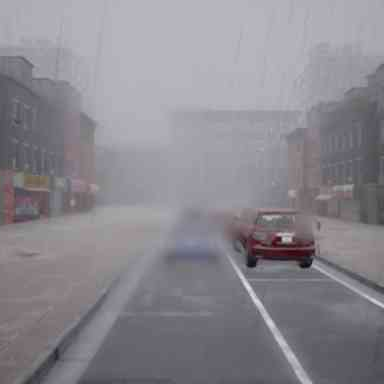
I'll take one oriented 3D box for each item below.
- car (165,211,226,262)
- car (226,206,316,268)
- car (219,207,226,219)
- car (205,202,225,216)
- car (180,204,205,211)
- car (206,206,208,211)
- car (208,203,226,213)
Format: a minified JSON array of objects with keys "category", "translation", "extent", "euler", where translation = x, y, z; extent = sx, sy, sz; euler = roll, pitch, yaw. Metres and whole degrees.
[{"category":"car","translation":[0.009,1.676,12.560],"extent":[2.033,1.411,5.357],"euler":[0,-1,0]},{"category":"car","translation":[2.648,1.434,11.663],"extent":[2.192,1.841,5.009],"euler":[0,-1,0]},{"category":"car","translation":[2.646,1.720,17.164],"extent":[1.887,1.381,4.507],"euler":[0,-1,0]},{"category":"car","translation":[2.647,1.962,39.177],"extent":[2.008,1.369,4.403],"euler":[0,-1,0]},{"category":"car","translation":[0.019,1.803,28.518],"extent":[1.837,1.490,4.892],"euler":[0,0,0]},{"category":"car","translation":[2.647,1.792,33.675],"extent":[1.967,1.590,4.097],"euler":[0,-1,0]},{"category":"car","translation":[2.646,1.837,28.171],"extent":[1.887,1.381,4.507],"euler":[0,-1,0]}]
